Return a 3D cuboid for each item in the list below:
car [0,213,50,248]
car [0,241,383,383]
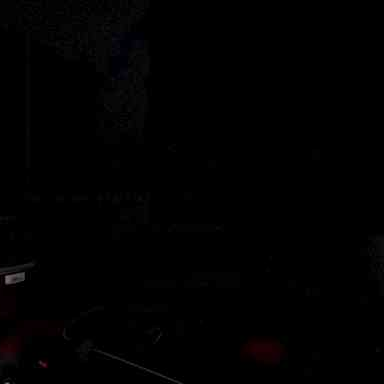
[{"bbox_3d":[-4.464,1.315,6.138,5.009,1.841,2.192,0,0,35],"label":"car"},{"bbox_3d":[-0.033,1.440,2.985,4.097,1.590,1.967,0,0,35],"label":"car"}]
